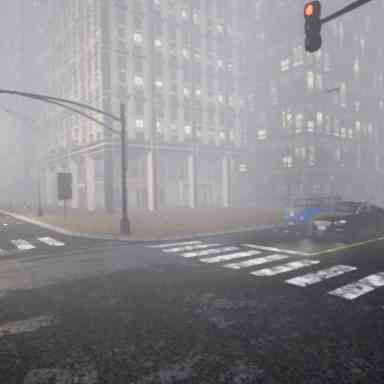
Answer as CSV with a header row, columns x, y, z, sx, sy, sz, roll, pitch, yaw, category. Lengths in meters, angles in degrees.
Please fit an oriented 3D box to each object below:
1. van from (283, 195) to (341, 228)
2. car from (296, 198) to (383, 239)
x,y,z,sx,sy,sz,roll,pitch,yaw,category
6.720,1.058,18.308,3.998,1.788,1.690,-1,0,-38,van
7.322,1.198,15.507,4.902,1.511,2.128,-1,0,-39,car
